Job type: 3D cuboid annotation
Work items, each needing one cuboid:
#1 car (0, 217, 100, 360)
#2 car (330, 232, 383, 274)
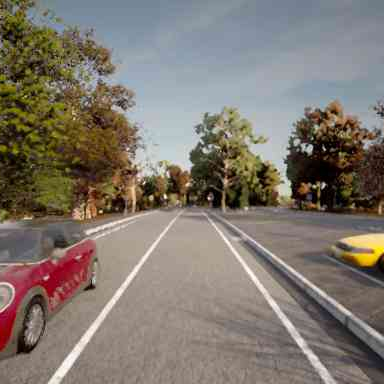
[{"bbox_3d":[-3.251,1.354,6.089,2.097,1.767,4.553,0,0,0],"label":"car"},{"bbox_3d":[6.899,1.458,9.617,5.366,1.575,1.946,0,0,0],"label":"car"}]
